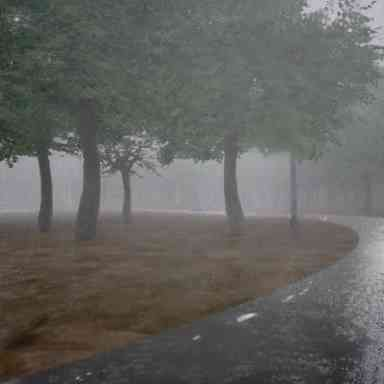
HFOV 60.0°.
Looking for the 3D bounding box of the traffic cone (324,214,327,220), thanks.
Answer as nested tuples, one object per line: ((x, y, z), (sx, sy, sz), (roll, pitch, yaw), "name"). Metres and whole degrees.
((13.684, 2.565, 34.063), (0.340, 0.580, 0.340), (-2, -2, 1), "traffic cone")

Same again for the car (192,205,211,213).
((2.006, 3.566, 70.831), (1.837, 1.490, 4.892), (-2, 0, -40), "car")

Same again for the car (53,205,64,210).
((-36.742, 4.096, 87.500), (5.357, 1.411, 2.033), (-1, 1, -2), "car")

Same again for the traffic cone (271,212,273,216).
((11.464, 3.191, 47.859), (0.340, 0.580, 0.340), (-2, -2, -19), "traffic cone")

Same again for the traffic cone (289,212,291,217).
((12.746, 2.953, 43.360), (0.340, 0.580, 0.340), (-2, -2, -13), "traffic cone")

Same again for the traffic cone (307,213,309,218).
((13.491, 2.745, 38.741), (0.340, 0.580, 0.340), (-2, -2, -6), "traffic cone")

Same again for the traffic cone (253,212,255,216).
((9.671, 3.435, 52.371), (0.340, 0.580, 0.340), (-2, -2, -22), "traffic cone")
